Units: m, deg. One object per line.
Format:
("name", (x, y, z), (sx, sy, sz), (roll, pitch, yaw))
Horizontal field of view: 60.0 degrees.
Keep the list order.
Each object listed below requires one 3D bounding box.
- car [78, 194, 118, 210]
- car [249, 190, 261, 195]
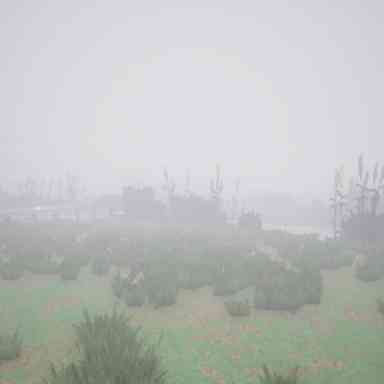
("car", (-8.642, 0.982, 32.418), (1.837, 1.490, 4.892), (0, 2, 41))
("car", (10.225, 0.760, 47.494), (2.150, 2.045, 5.566), (0, -2, 44))
